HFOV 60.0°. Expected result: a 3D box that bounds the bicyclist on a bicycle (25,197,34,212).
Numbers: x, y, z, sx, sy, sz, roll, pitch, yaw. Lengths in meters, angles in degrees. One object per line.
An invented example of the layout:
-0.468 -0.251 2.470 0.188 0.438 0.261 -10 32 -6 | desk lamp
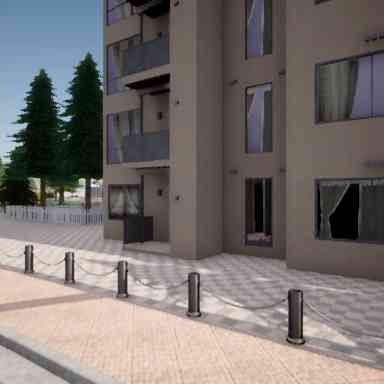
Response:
-16.542 1.284 33.916 1.656 1.620 0.582 0 0 35 | bicyclist on a bicycle
